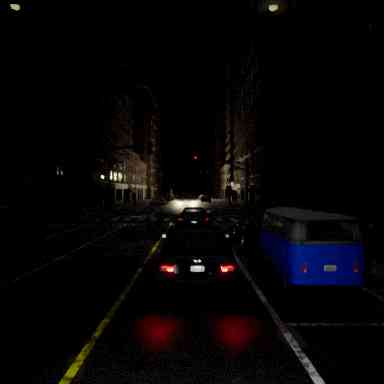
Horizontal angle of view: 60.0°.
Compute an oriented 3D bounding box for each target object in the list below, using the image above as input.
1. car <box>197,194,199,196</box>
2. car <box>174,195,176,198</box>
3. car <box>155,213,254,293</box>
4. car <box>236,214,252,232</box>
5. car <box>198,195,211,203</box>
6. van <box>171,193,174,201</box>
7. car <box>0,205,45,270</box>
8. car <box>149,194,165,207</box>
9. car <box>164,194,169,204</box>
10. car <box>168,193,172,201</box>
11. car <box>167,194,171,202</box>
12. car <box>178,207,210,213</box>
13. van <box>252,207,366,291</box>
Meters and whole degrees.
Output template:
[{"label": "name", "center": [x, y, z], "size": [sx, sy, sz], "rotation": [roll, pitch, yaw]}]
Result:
[{"label": "car", "center": [2.881, 1.514, 79.660], "size": [2.008, 1.369, 4.403], "rotation": [0, 0, 0]}, {"label": "car", "center": [-5.644, 1.515, 79.631], "size": [2.008, 1.369, 4.403], "rotation": [0, 0, 0]}, {"label": "car", "center": [0.104, 1.545, 8.997], "size": [2.033, 1.411, 5.357], "rotation": [0, 0, 0]}, {"label": "car", "center": [2.860, 1.562, 14.386], "size": [1.947, 1.339, 4.313], "rotation": [0, 0, 0]}, {"label": "car", "center": [2.877, 1.403, 68.763], "size": [1.967, 1.590, 4.097], "rotation": [0, 0, 0]}, {"label": "van", "center": [-5.646, 1.304, 74.180], "size": [1.690, 1.788, 3.998], "rotation": [0, 0, 0]}, {"label": "car", "center": [-5.667, 1.313, 8.688], "size": [2.192, 1.841, 5.009], "rotation": [0, 0, 0]}, {"label": "car", "center": [-5.653, 1.492, 52.207], "size": [1.752, 1.417, 4.829], "rotation": [0, 0, 0]}, {"label": "car", "center": [-5.651, 1.515, 57.828], "size": [2.008, 1.369, 4.403], "rotation": [0, 0, 0]}, {"label": "car", "center": [-5.647, 1.507, 68.730], "size": [1.887, 1.381, 4.507], "rotation": [0, 0, 0]}, {"label": "car", "center": [-5.649, 1.508, 63.279], "size": [1.887, 1.381, 4.507], "rotation": [0, 0, 0]}, {"label": "car", "center": [0.107, 1.557, 19.317], "size": [1.994, 1.385, 4.181], "rotation": [0, 0, 0]}, {"label": "van", "center": [2.858, 1.339, 8.726], "size": [1.690, 1.788, 3.998], "rotation": [0, 0, 0]}]
